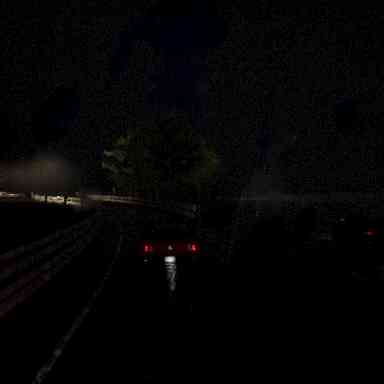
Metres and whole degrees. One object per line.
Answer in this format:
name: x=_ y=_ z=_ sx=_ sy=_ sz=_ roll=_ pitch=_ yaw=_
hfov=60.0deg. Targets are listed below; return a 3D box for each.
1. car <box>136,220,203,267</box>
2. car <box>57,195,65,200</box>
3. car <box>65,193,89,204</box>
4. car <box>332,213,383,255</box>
car: x=-0.909 y=1.597 z=11.487 sx=1.895 sy=1.301 sz=4.718 roll=0 pitch=0 yaw=-8
car: x=-23.793 y=1.131 z=60.715 sx=1.895 sy=1.301 sz=4.718 roll=0 pitch=1 yaw=-30
car: x=-17.854 y=1.025 z=52.290 sx=2.097 sy=1.767 sz=4.553 roll=0 pitch=1 yaw=-37
car: x=6.902 y=1.516 z=12.966 sx=1.994 sy=1.385 sz=4.181 roll=0 pitch=0 yaw=9
